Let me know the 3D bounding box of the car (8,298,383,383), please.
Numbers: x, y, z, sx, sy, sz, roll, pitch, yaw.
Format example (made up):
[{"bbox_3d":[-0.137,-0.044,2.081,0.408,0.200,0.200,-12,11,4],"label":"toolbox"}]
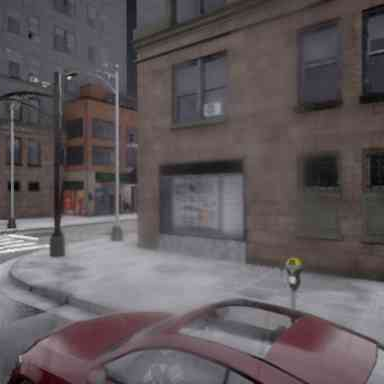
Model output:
[{"bbox_3d":[0.212,1.584,2.661,4.206,1.307,1.802,0,0,36],"label":"car"}]
